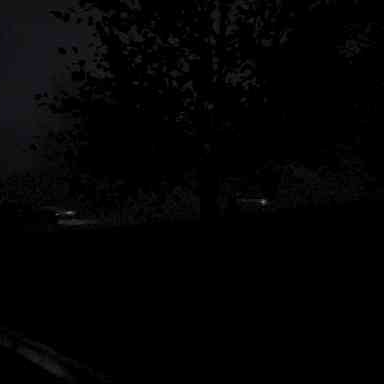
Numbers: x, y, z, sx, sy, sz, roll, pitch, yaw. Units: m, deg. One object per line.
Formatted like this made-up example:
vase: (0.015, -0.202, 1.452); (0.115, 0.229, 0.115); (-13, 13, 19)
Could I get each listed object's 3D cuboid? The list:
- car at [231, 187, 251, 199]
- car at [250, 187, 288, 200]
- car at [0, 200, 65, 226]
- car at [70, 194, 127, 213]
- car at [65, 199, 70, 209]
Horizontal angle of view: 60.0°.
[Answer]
car: (7.617, 0.058, 45.273); (5.008, 1.535, 1.882); (-3, 3, -29)
car: (10.265, 0.117, 42.749); (4.674, 1.442, 1.812); (-3, 3, -28)
car: (-10.235, 1.274, 19.150); (4.892, 1.490, 1.837); (0, 1, -44)
car: (-8.251, 1.019, 30.303); (4.674, 1.442, 1.812); (-2, 2, -39)
car: (-10.293, 0.895, 33.148); (5.008, 1.535, 1.882); (-2, 2, -39)
